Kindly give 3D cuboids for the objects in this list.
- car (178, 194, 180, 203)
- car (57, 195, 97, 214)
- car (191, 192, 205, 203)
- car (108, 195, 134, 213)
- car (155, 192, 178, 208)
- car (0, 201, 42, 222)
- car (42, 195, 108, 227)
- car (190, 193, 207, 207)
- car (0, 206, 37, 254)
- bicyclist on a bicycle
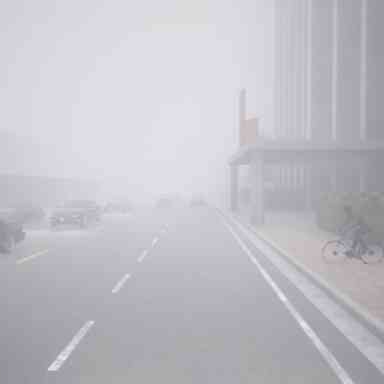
[{"bbox_3d":[-2.685,0.727,47.036,2.128,1.511,4.902,0,1,2],"label":"car"},{"bbox_3d":[-10.087,1.019,29.524,1.812,1.442,4.674,0,1,1],"label":"car"},{"bbox_3d":[0.912,0.780,48.905,1.994,1.385,4.181,0,1,1],"label":"car"},{"bbox_3d":[-6.571,1.020,30.130,1.812,1.442,4.674,0,1,1],"label":"car"},{"bbox_3d":[-2.851,0.945,35.525,1.812,1.442,4.674,0,1,1],"label":"car"},{"bbox_3d":[-10.271,1.222,19.254,1.994,1.385,4.181,0,1,2],"label":"car"},{"bbox_3d":[-6.775,1.164,19.855,1.837,1.490,4.892,0,1,1],"label":"car"},{"bbox_3d":[0.722,0.998,37.587,1.895,1.301,4.718,0,1,1],"label":"car"},{"bbox_3d":[-6.954,1.368,9.738,2.033,1.411,5.357,0,1,1],"label":"car"},{"bbox_3d":[4.291,1.169,8.843,1.656,1.620,0.582,0,1,1],"label":"bicyclist on a bicycle"}]
